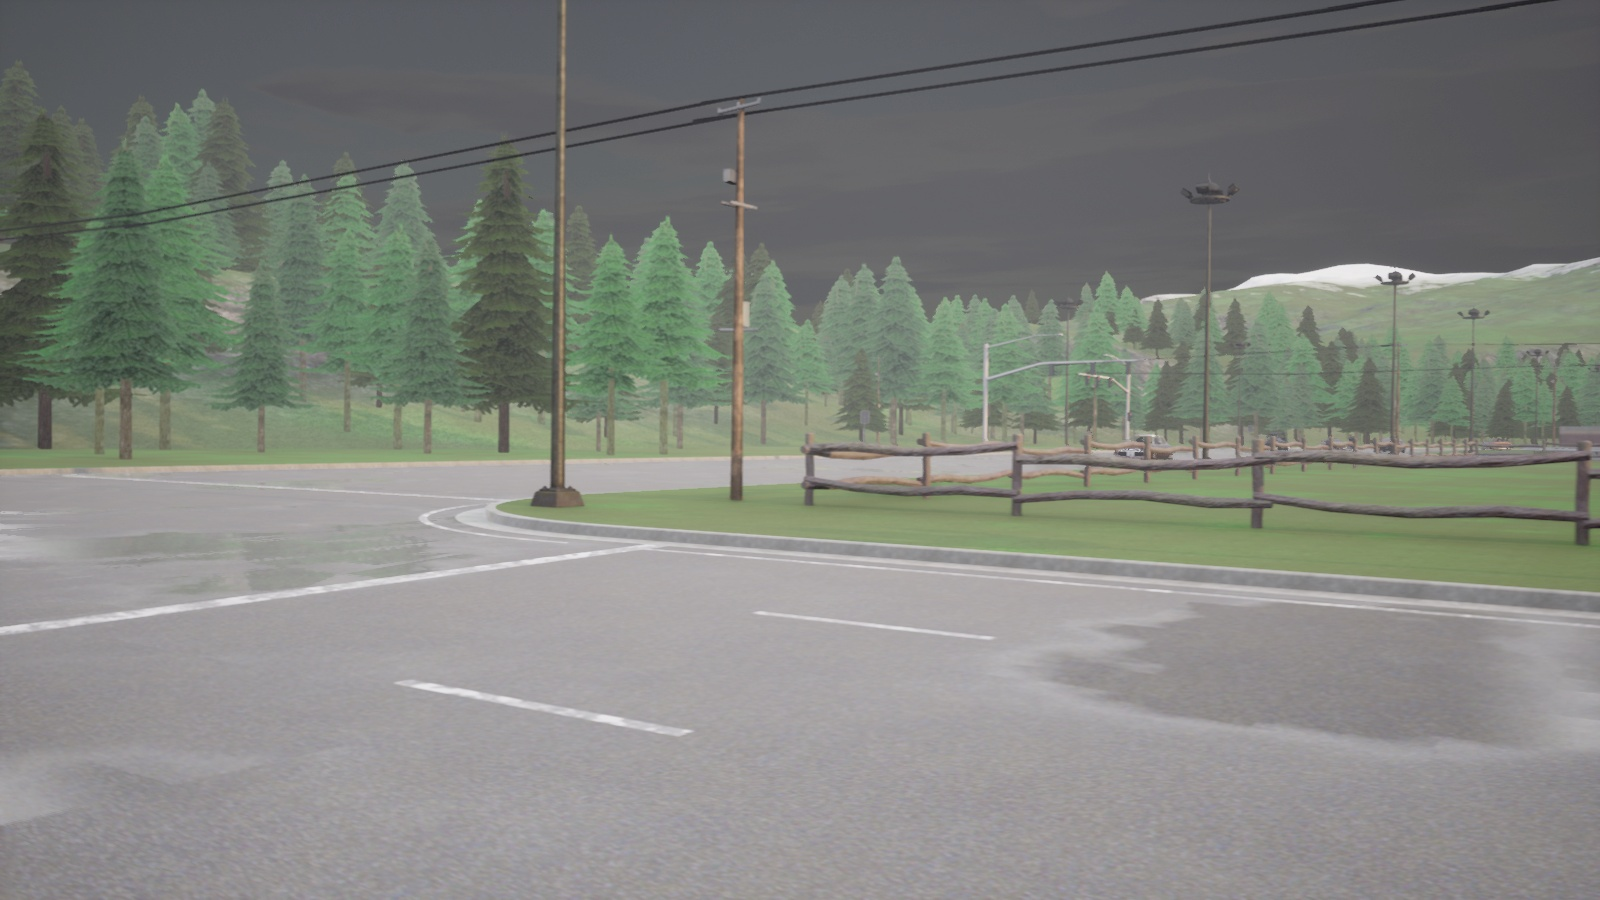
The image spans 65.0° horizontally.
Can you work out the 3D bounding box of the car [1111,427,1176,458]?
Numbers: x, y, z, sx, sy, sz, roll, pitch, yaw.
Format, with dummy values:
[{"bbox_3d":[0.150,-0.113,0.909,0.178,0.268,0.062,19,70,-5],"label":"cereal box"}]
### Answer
[{"bbox_3d":[16.866,-0.372,61.596,1.970,1.475,3.806,0,1,34],"label":"car"}]
